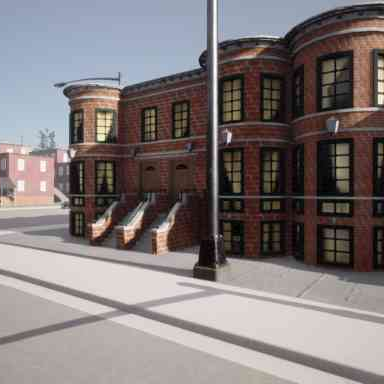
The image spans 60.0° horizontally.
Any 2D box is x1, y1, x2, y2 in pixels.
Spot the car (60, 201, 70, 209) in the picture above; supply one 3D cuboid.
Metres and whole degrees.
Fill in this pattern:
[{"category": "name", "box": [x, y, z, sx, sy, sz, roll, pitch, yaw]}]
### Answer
[{"category": "car", "box": [-15.254, 1.505, 44.578, 1.837, 1.490, 4.892, 0, 0, 36]}]
